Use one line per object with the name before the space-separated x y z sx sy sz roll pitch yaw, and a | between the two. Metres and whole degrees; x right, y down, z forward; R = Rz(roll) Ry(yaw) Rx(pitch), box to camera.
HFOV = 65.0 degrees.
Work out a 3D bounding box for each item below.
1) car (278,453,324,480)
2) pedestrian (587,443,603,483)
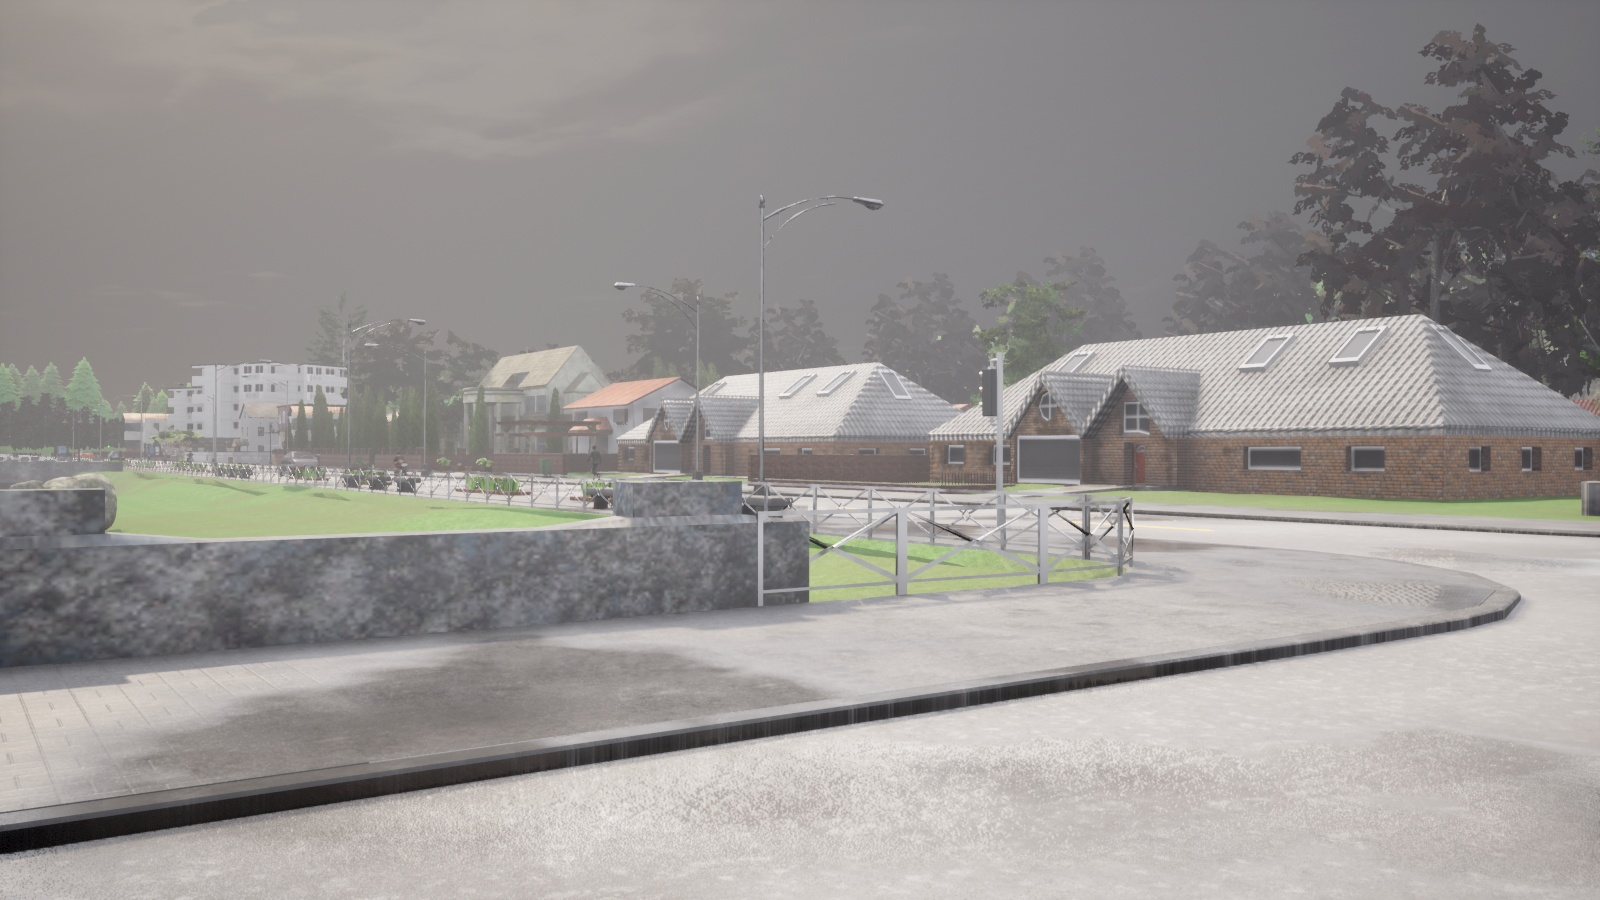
car | -29.869 0.971 75.141 1.789 1.549 3.705 0 0 -35
pedestrian | -10.111 0.627 61.834 0.423 1.949 0.788 0 0 -39
